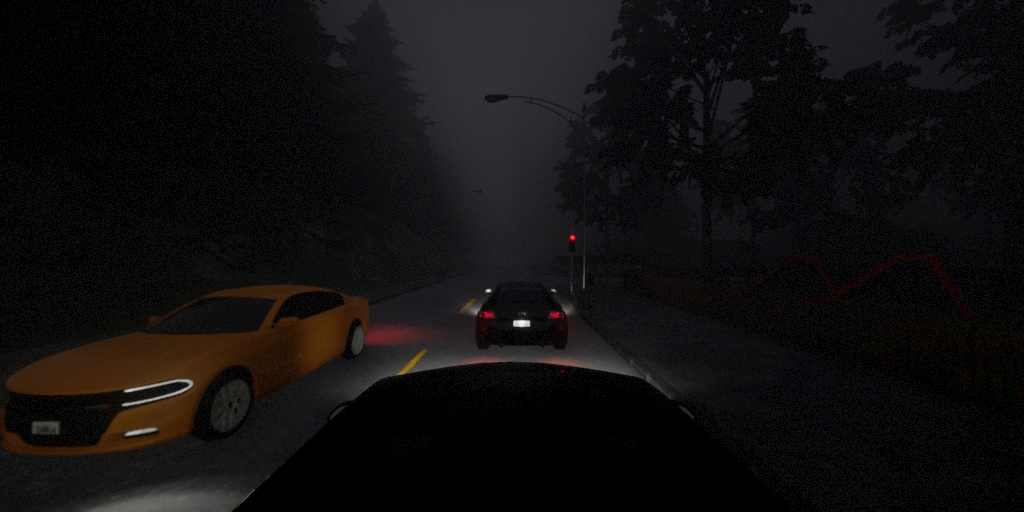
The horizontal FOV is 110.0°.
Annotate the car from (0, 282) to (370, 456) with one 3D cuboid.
[{"bbox_3d":[-3.997,1.228,5.617,1.882,1.535,5.008,0,0,1],"label":"car"}]

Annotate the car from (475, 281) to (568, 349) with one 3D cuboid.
[{"bbox_3d":[0.228,1.314,9.141,1.994,1.385,4.181,0,0,1],"label":"car"}]
